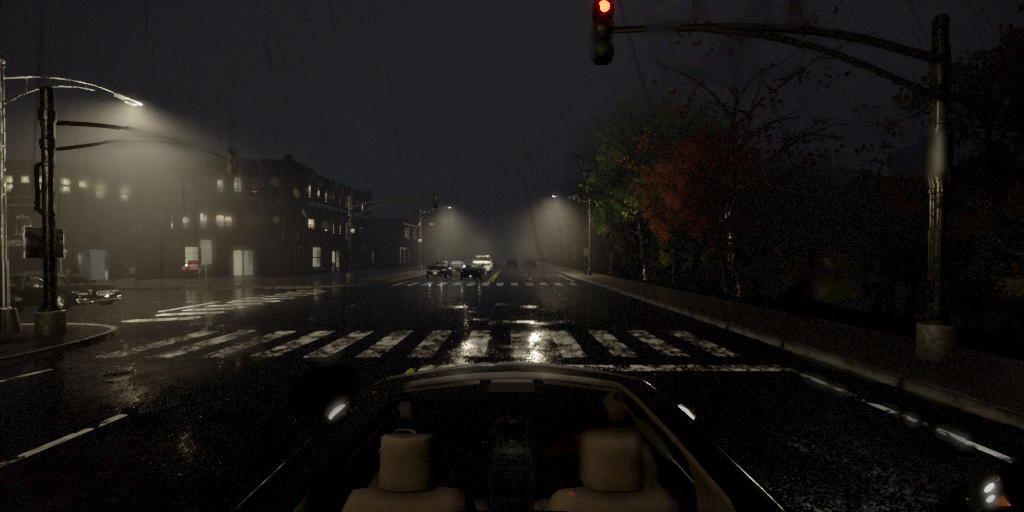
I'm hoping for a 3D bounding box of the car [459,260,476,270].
[{"bbox_3d":[-6.699,1.331,54.503,1.895,1.301,4.718,0,0,0],"label":"car"}]

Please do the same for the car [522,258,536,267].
[{"bbox_3d":[3.221,1.204,63.193,1.882,1.535,5.008,0,0,0],"label":"car"}]

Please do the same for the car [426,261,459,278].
[{"bbox_3d":[-6.668,1.231,33.569,2.128,1.511,4.902,0,0,0],"label":"car"}]

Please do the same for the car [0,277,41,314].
[{"bbox_3d":[-19.970,1.565,12.502,4.313,1.339,1.948,0,0,0],"label":"car"}]

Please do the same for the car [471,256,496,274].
[{"bbox_3d":[-3.431,0.958,41.889,2.150,2.045,5.566,0,0,0],"label":"car"}]

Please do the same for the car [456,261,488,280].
[{"bbox_3d":[-3.414,1.341,31.650,1.895,1.301,4.718,0,0,0],"label":"car"}]

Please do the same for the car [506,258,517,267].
[{"bbox_3d":[-0.031,1.204,63.774,1.882,1.535,5.008,0,0,0],"label":"car"}]

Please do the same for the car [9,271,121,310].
[{"bbox_3d":[-19.619,1.472,15.208,4.892,1.490,1.837,-1,1,0],"label":"car"}]

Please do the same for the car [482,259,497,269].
[{"bbox_3d":[-3.447,1.222,55.981,2.128,1.511,4.902,0,0,0],"label":"car"}]

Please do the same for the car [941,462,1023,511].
[{"bbox_3d":[3.355,1.314,0.186,1.994,1.385,4.181,0,0,0],"label":"car"}]
